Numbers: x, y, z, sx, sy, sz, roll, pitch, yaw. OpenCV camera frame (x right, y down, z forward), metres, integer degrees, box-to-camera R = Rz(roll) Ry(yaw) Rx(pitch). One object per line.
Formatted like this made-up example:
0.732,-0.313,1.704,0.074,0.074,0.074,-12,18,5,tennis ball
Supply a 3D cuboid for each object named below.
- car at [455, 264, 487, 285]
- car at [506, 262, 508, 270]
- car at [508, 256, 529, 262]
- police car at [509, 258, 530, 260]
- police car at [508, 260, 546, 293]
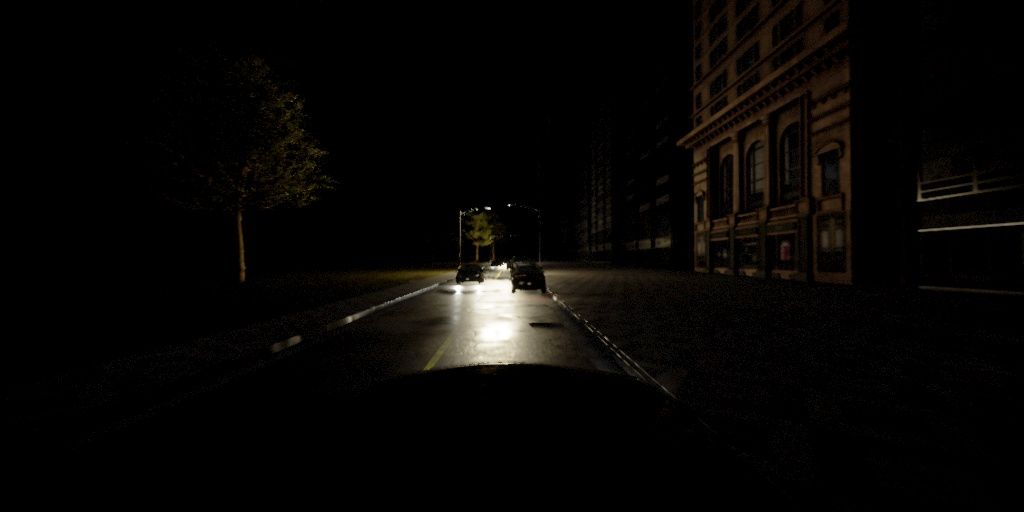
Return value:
-3.096,1.334,27.331,1.812,1.442,4.674,0,0,0,car
-0.001,1.380,56.026,2.033,1.411,5.357,0,0,0,car
0.897,1.045,37.076,2.150,2.045,5.566,0,0,0,car
0.899,1.239,31.155,1.930,1.638,5.238,0,0,0,police car
0.900,1.222,21.154,1.930,1.638,5.238,0,0,0,police car
